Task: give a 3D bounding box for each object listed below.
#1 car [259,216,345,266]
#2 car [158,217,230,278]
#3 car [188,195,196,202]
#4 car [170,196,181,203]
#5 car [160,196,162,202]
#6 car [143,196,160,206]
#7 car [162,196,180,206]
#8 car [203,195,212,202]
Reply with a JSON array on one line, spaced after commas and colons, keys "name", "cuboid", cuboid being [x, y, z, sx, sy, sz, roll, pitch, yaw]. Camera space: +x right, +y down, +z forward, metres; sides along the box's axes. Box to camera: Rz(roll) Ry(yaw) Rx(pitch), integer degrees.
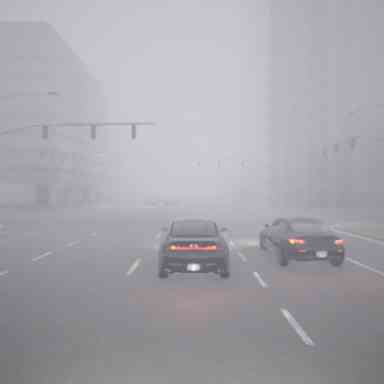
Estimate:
[{"name": "car", "cuboid": [3.564, 1.535, 11.406, 1.812, 1.442, 4.674, 0, 0, 0]}, {"name": "car", "cuboid": [0.058, 1.512, 10.151, 1.837, 1.490, 4.892, 0, 0, 0]}, {"name": "car", "cuboid": [0.002, 1.425, 75.657, 2.128, 1.511, 4.902, 0, 0, 0]}, {"name": "car", "cuboid": [-3.498, 1.573, 71.947, 2.033, 1.411, 5.357, 0, 0, 0]}, {"name": "car", "cuboid": [-6.998, 1.500, 71.439, 1.882, 1.535, 5.008, 0, 0, 0]}, {"name": "car", "cuboid": [-7.055, 1.646, 56.264, 1.895, 1.301, 4.718, 0, 0, 0]}, {"name": "car", "cuboid": [-3.553, 1.523, 56.550, 1.882, 1.535, 5.008, 0, 0, 0]}, {"name": "car", "cuboid": [3.502, 1.424, 75.657, 1.812, 1.442, 4.674, 0, 0, 0]}]
